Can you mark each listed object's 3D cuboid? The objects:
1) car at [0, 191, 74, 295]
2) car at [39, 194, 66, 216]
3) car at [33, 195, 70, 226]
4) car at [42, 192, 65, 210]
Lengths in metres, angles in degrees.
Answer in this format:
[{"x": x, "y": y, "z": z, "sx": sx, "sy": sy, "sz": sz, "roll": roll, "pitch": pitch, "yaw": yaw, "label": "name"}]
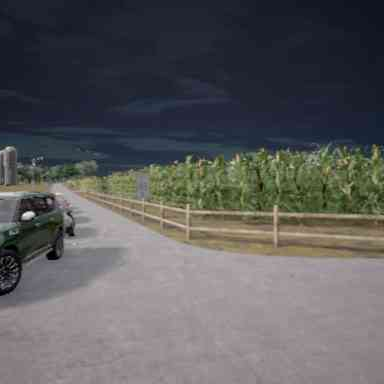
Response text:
[{"x": -4.903, "y": 1.016, "z": 8.355, "sx": 2.150, "sy": 2.045, "sz": 5.566, "roll": 0, "pitch": 1, "yaw": -5, "label": "car"}, {"x": -11.192, "y": 0.963, "z": 26.823, "sx": 1.837, "sy": 1.490, "sz": 4.892, "roll": 0, "pitch": 1, "yaw": -22, "label": "car"}, {"x": -8.798, "y": 1.046, "z": 20.949, "sx": 1.882, "sy": 1.535, "sz": 5.008, "roll": 0, "pitch": 1, "yaw": -22, "label": "car"}, {"x": -13.452, "y": 0.831, "z": 32.364, "sx": 1.882, "sy": 1.535, "sz": 5.008, "roll": 0, "pitch": 1, "yaw": -22, "label": "car"}]
